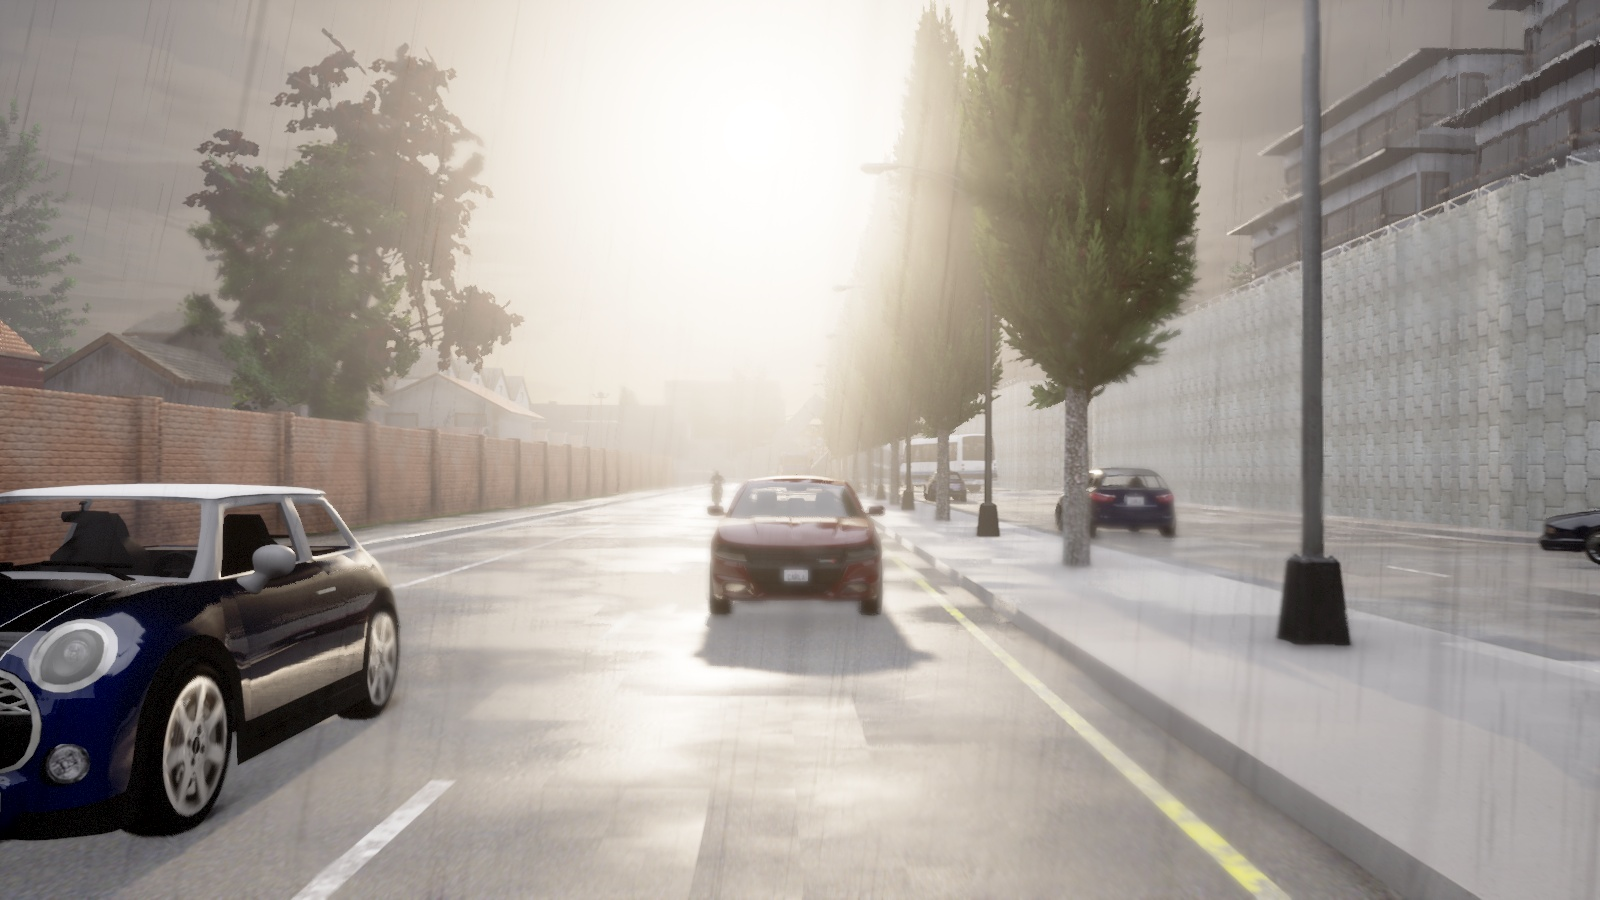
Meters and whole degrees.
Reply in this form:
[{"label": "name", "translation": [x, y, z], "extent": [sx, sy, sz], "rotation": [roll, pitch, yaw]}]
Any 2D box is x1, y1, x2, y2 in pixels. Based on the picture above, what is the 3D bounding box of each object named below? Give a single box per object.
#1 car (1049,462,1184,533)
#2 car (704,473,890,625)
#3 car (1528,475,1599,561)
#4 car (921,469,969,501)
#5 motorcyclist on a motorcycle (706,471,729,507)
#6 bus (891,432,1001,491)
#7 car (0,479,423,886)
[{"label": "car", "translation": [7.922, 1.162, 31.925], "extent": [2.242, 1.667, 4.611], "rotation": [0, -1, 0]}, {"label": "car", "translation": [-0.037, 1.048, 15.276], "extent": [1.882, 1.535, 5.008], "rotation": [0, -1, 0]}, {"label": "car", "translation": [15.296, 1.129, 20.941], "extent": [5.357, 1.411, 2.033], "rotation": [-1, -1, 33]}, {"label": "car", "translation": [7.835, 1.854, 68.123], "extent": [2.033, 1.649, 4.856], "rotation": [0, -1, 0]}, {"label": "motorcyclist on a motorcycle", "translation": [-3.634, 1.709, 55.312], "extent": [0.866, 1.590, 1.817], "rotation": [0, -1, 0]}, {"label": "bus", "translation": [11.187, 0.989, 97.620], "extent": [3.944, 4.253, 10.273], "rotation": [-1, -1, -22]}, {"label": "car", "translation": [-3.516, 0.904, 6.547], "extent": [1.970, 1.475, 3.806], "rotation": [0, -1, 0]}]
